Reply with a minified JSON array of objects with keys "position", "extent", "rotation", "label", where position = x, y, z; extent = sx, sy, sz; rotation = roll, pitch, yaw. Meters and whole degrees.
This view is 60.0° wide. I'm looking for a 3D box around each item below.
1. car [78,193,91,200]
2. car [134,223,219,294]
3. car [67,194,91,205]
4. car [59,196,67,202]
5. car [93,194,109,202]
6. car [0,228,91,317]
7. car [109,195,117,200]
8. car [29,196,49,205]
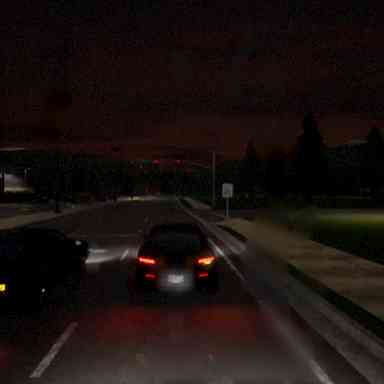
[{"position":[-28.201,1.287,87.543],"extent":[2.097,1.767,4.553],"rotation":[0,0,-3],"label":"car"},{"position":[-0.420,1.524,8.711],"extent":[1.812,1.442,4.674],"rotation":[0,0,-3],"label":"car"},{"position":[-19.607,1.482,58.378],"extent":[2.128,1.511,4.902],"rotation":[0,0,-3],"label":"car"},{"position":[-27.360,1.583,72.645],"extent":[1.895,1.301,4.718],"rotation":[0,0,-3],"label":"car"},{"position":[-20.396,1.344,73.481],"extent":[2.097,1.767,4.553],"rotation":[0,0,-3],"label":"car"},{"position":[-3.866,1.546,7.627],"extent":[2.033,1.411,5.357],"rotation":[0,0,-3],"label":"car"},{"position":[-21.258,1.465,88.749],"extent":[1.994,1.385,4.181],"rotation":[0,0,-3],"label":"car"},{"position":[-26.576,1.482,57.830],"extent":[2.128,1.511,4.902],"rotation":[0,0,-3],"label":"car"}]
